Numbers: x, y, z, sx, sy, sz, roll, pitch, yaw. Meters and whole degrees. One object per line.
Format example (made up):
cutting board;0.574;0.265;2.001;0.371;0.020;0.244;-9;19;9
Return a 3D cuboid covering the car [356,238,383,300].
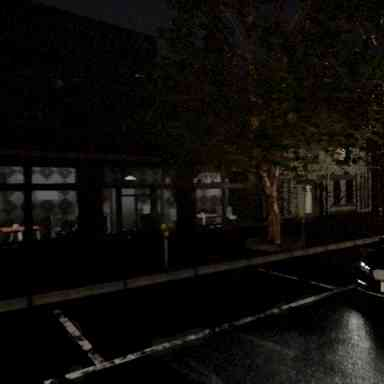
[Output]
car;5.519;1.431;7.262;4.902;1.511;2.128;0;0;-35
